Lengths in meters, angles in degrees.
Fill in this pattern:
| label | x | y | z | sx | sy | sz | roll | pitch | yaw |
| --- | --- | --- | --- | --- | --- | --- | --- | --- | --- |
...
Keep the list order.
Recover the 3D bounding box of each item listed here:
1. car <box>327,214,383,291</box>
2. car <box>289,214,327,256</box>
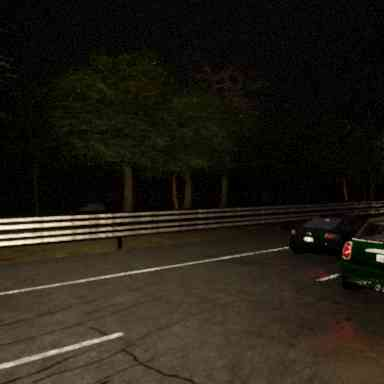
| label | x | y | z | sx | sy | sz | roll | pitch | yaw |
| --- | --- | --- | --- | --- | --- | --- | --- | --- | --- |
| car | 5.431 | 1.292 | 7.621 | 4.553 | 1.767 | 2.097 | 0 | 0 | -36 |
| car | 5.398 | 1.486 | 11.895 | 4.181 | 1.385 | 1.994 | 0 | 0 | -36 |
